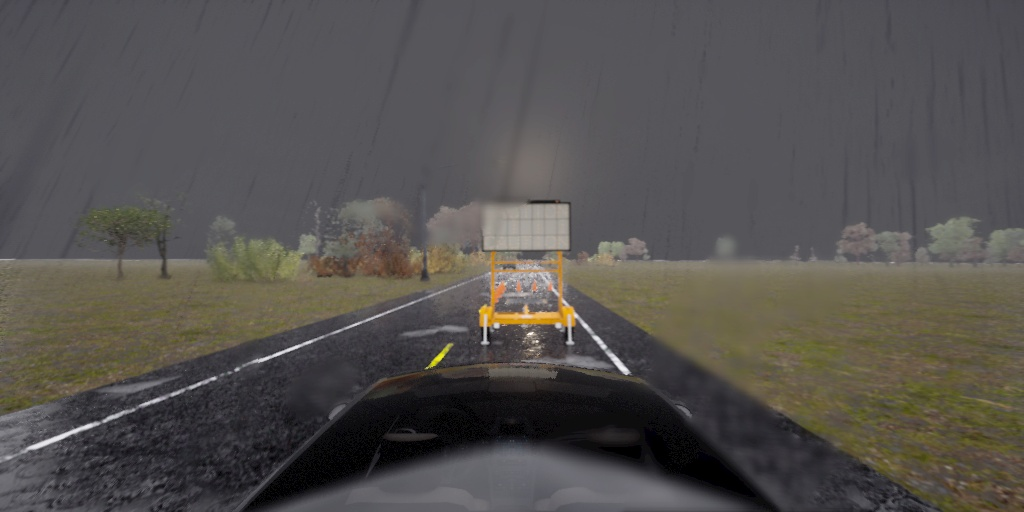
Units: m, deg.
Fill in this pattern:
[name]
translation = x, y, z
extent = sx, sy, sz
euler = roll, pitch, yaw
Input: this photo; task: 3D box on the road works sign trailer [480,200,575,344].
[road works sign trailer]
translation = 0.403, 0.286, 9.814
extent = 2.380, 3.560, 2.880
euler = 0, 0, 2
